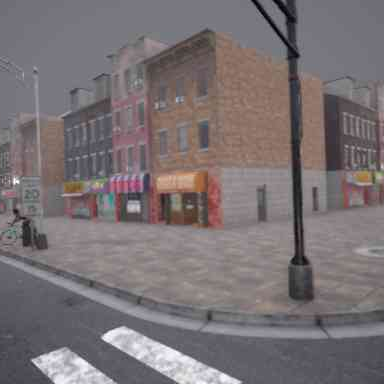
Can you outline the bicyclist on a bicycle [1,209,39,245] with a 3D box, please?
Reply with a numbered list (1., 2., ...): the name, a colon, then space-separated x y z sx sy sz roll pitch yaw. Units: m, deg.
1. bicyclist on a bicycle: -7.954 1.595 15.421 1.656 1.620 0.582 -3 0 -44
